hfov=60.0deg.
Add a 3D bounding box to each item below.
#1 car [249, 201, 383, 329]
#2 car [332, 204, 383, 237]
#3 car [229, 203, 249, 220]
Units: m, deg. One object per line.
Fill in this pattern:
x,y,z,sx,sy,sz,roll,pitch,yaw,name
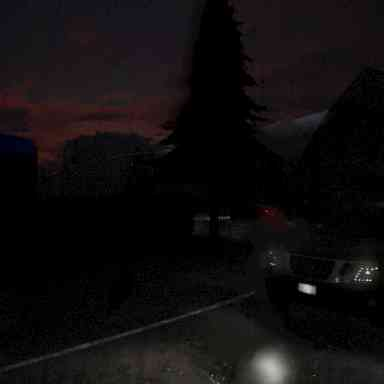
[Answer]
3.850,1.251,7.407,5.566,2.045,2.150,1,0,-45,car
10.318,1.544,18.582,1.882,1.535,5.008,0,0,-16,car
5.057,1.639,27.649,1.812,1.442,4.674,0,0,-33,car
